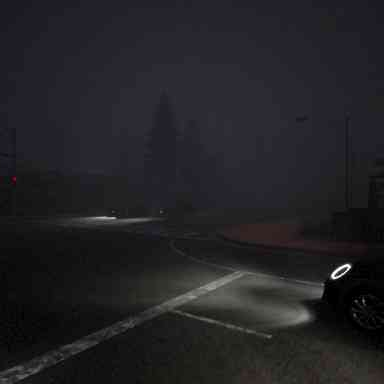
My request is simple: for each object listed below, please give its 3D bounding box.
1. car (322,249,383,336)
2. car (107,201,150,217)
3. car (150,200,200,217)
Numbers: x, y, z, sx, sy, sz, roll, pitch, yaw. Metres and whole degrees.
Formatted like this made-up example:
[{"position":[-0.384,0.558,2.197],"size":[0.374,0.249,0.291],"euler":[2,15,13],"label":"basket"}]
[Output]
[{"position":[4.491,1.356,5.137],"size":[4.553,1.767,2.097],"euler":[0,0,38],"label":"car"},{"position":[-5.766,1.548,30.944],"size":[1.994,1.385,4.181],"euler":[0,0,38],"label":"car"},{"position":[-1.213,1.479,31.117],"size":[2.128,1.511,4.902],"euler":[0,0,38],"label":"car"}]
